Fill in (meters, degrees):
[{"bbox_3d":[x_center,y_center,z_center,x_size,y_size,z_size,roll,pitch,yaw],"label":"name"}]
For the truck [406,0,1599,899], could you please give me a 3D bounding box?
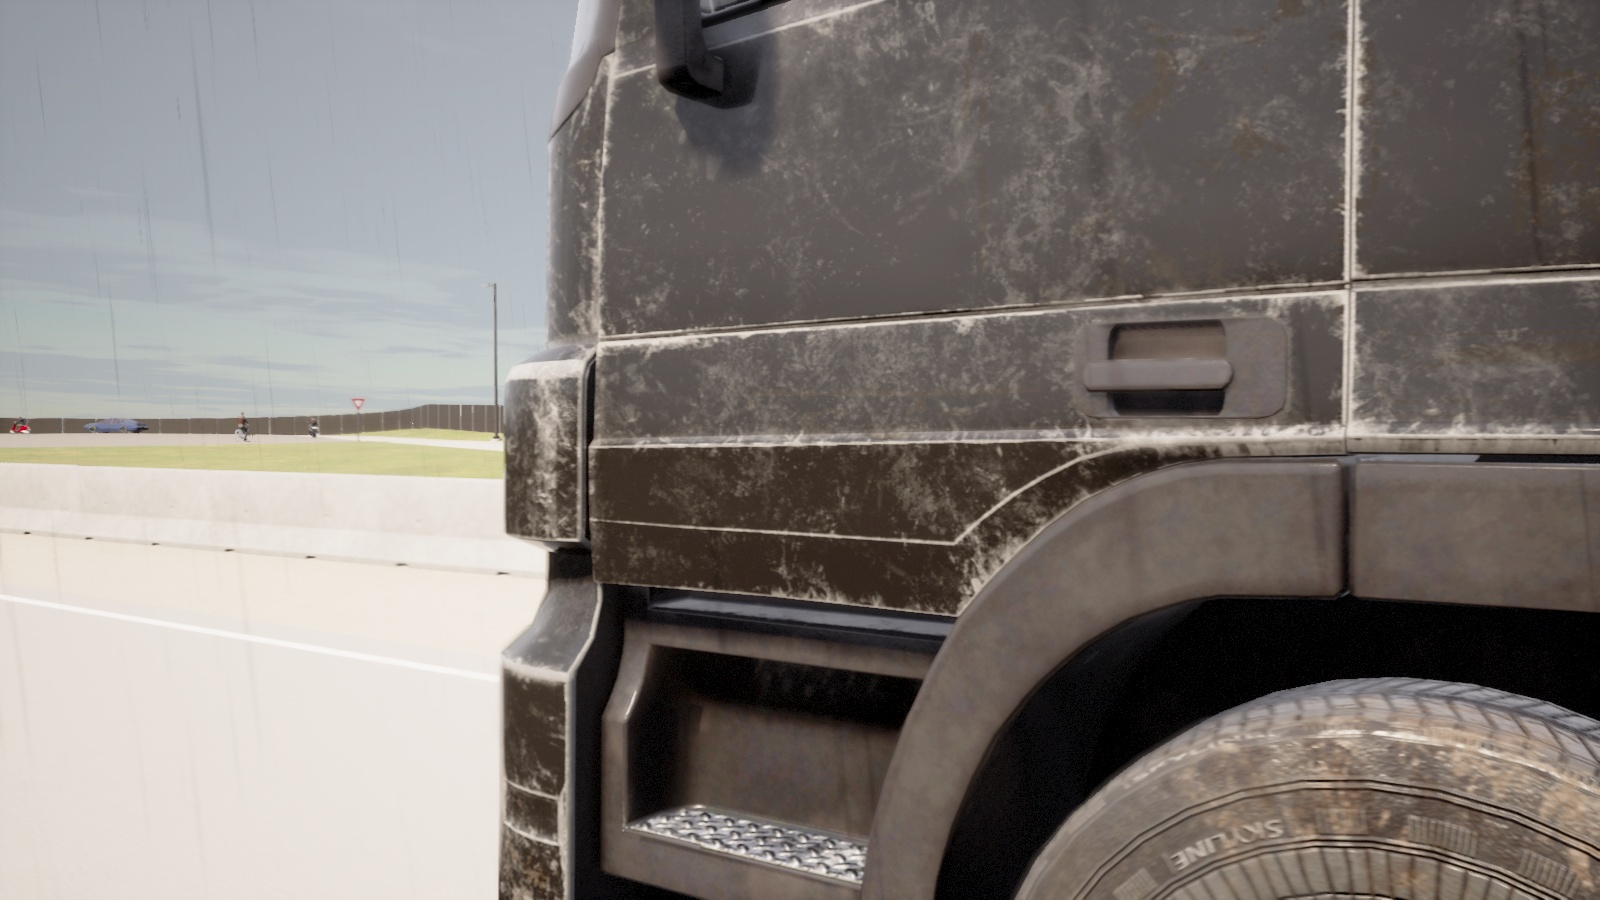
[{"bbox_3d":[3.374,-0.300,1.362,7.936,3.462,2.891,0,1,34],"label":"truck"}]
